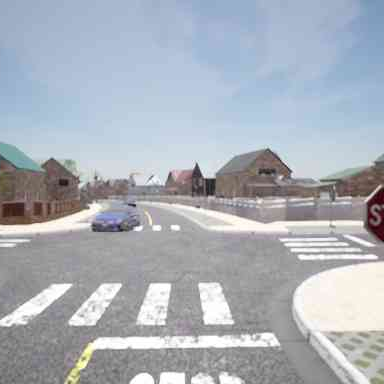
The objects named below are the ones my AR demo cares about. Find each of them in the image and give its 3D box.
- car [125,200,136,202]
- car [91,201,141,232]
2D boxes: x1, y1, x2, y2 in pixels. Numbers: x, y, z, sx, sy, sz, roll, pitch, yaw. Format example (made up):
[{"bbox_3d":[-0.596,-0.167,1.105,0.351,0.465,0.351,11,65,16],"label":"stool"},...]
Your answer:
[{"bbox_3d":[-9.193,1.769,49.536,1.895,1.301,4.718,0,0,-13],"label":"car"},{"bbox_3d":[-4.491,1.568,20.628,1.812,1.442,4.674,1,0,7],"label":"car"}]
